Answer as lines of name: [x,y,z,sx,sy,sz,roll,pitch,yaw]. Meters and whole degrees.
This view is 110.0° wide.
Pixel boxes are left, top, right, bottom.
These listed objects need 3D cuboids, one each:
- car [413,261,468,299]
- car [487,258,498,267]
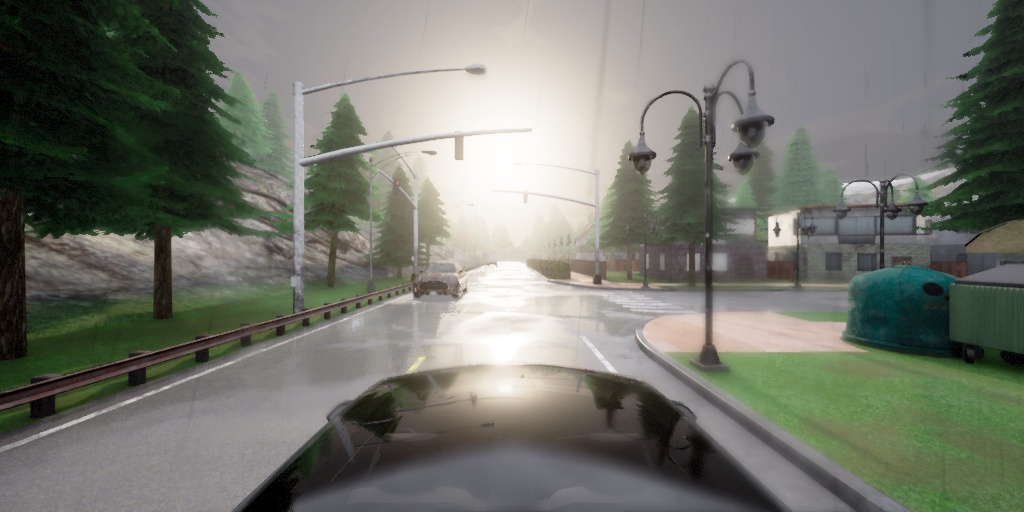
car: [-3.495,1.060,18.171,2.097,1.767,4.553,0,0,0]
car: [-3.497,1.079,64.679,1.882,1.535,5.008,0,0,0]
